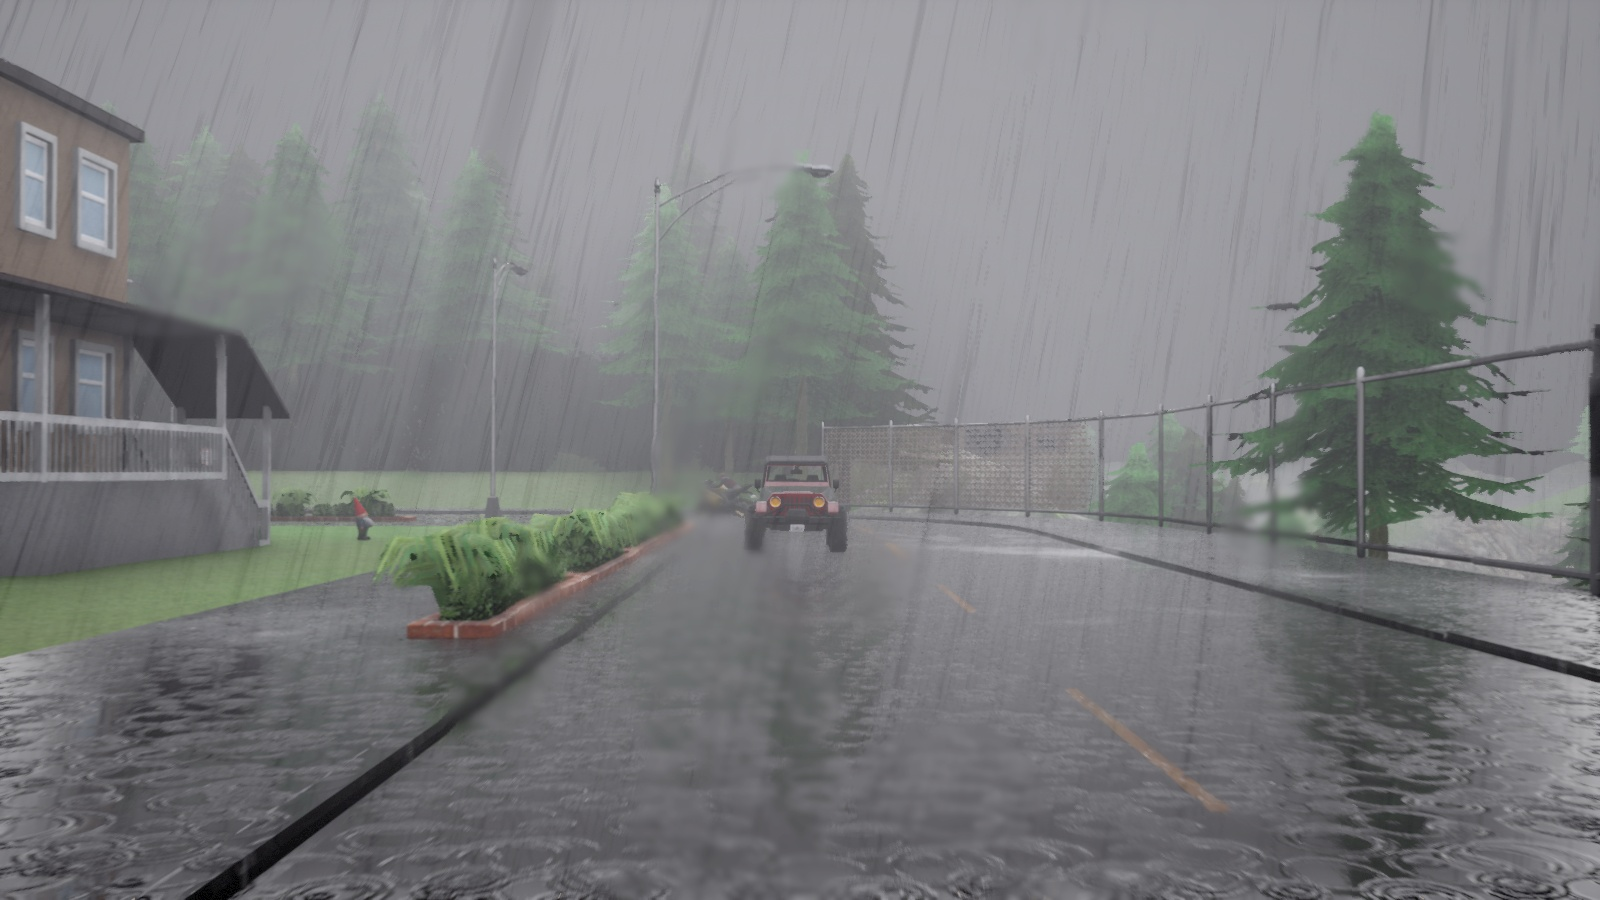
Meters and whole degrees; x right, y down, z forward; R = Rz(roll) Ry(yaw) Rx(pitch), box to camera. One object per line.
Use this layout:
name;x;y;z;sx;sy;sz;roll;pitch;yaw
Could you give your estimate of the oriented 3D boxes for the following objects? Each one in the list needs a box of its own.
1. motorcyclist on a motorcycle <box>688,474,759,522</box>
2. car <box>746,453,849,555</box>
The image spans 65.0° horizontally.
motorcyclist on a motorcycle;-2.525;1.554;41.395;2.191;1.530;0.866;-1;0;28
car;-0.054;1.032;25.149;1.905;1.878;3.866;0;-1;0
